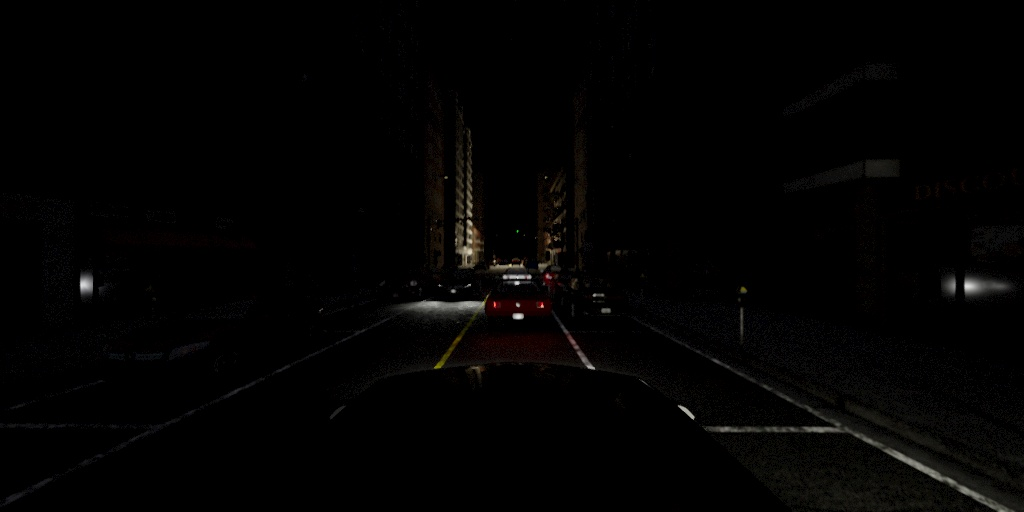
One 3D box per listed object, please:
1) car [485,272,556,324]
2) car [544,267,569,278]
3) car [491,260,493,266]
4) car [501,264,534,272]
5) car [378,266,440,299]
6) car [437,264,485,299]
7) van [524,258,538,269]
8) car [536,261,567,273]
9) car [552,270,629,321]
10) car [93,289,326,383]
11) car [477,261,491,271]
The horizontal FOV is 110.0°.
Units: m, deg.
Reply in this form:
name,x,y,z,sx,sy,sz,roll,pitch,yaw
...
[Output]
name,x,y,z,sx,sy,sz,roll,pitch,yaw
car,0.205,1.399,12.192,1.895,1.301,4.718,0,0,1
car,2.804,1.408,18.057,1.802,1.307,4.207,0,0,1
car,-4.733,1.570,61.936,1.888,1.381,4.507,0,0,1
car,0.352,1.460,25.385,1.895,1.301,4.718,0,0,1
car,-5.221,1.265,18.140,1.967,1.591,4.097,0,0,1
car,-2.666,1.354,18.767,1.812,1.442,4.674,0,0,1
van,3.229,1.341,56.174,1.690,1.789,3.998,0,0,1
car,2.865,1.291,23.576,1.967,1.591,4.097,0,0,1
car,2.742,1.351,12.539,2.007,1.370,4.403,0,0,1
car,-5.344,1.356,7.103,1.802,1.307,4.207,0,0,1
car,-4.796,1.550,56.254,2.007,1.370,4.403,0,0,1
